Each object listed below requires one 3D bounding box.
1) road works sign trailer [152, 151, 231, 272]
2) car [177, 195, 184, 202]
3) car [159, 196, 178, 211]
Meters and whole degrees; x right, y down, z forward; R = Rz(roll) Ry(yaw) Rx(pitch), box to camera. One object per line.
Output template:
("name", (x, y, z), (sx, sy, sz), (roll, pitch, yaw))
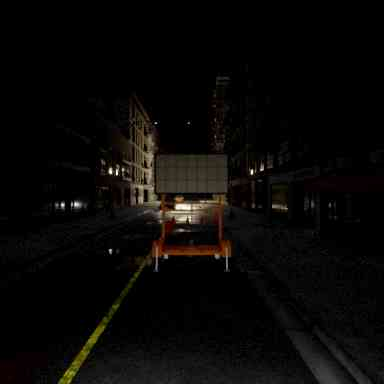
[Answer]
("road works sign trailer", (-0.006, 0.468, 10.826), (2.380, 3.560, 2.880), (0, 0, 0))
("car", (-3.077, 1.517, 80.139), (2.097, 1.767, 4.553), (0, 0, 0))
("car", (-3.141, 1.565, 42.543), (1.812, 1.442, 4.674), (0, 0, 0))
